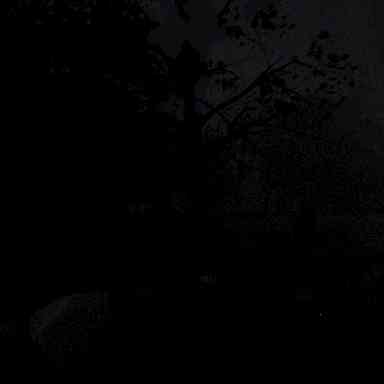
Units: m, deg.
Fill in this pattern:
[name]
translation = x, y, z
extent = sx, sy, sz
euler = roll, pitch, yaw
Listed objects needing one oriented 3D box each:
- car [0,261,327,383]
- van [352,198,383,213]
[car]
translation = -0.539, 1.527, 3.300
extent = 4.674, 1.442, 1.812
euler = 0, 0, -35
[van]
translation = 24.360, 1.766, 45.777
extent = 1.878, 1.987, 4.442
euler = 2, -1, -35
